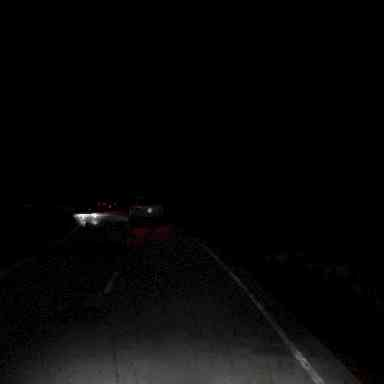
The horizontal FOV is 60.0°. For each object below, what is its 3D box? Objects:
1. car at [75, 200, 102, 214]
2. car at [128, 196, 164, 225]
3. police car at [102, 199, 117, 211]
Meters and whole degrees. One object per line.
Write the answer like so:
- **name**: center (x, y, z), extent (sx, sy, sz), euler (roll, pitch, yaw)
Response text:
- **car**: center (-11.961, 1.724, 37.717), extent (1.994, 1.385, 4.181), euler (0, 0, -27)
- **car**: center (-3.611, 1.317, 25.577), extent (2.150, 2.045, 5.566), euler (0, 0, -15)
- **police car**: center (-11.526, 1.684, 43.853), extent (2.038, 1.542, 4.974), euler (0, 0, -30)
